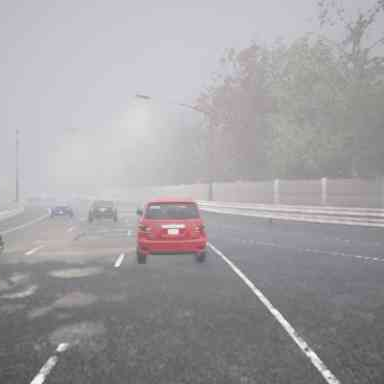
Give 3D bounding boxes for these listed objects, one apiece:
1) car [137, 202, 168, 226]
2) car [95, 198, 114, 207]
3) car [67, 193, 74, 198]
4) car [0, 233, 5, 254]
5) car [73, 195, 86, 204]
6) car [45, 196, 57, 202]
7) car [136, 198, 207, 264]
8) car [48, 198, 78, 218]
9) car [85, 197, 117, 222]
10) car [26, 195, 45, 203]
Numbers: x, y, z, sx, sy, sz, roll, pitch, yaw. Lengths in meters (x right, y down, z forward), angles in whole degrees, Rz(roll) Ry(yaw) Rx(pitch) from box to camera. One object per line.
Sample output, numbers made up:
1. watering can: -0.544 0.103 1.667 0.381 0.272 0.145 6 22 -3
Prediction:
1. car: -3.037 1.540 24.850 1.812 1.442 4.674 0 0 -13
2. car: -14.156 1.659 53.593 1.895 1.301 4.718 0 0 -28
3. car: -25.329 1.415 72.524 1.837 1.490 4.892 0 0 -27
4. car: -7.691 1.592 10.415 1.994 1.385 4.181 0 0 -5
5. car: -21.658 1.681 66.228 1.895 1.301 4.718 0 0 -31
6. car: -29.887 1.483 70.601 1.994 1.385 4.181 0 0 -43
7. car: -0.843 1.226 12.138 2.150 2.045 5.566 0 0 -7
8. car: -11.819 1.572 30.554 1.812 1.442 4.674 0 0 -17
9. car: -7.104 1.381 26.694 2.097 1.767 4.553 0 0 -14
10. car: -32.560 1.417 68.341 1.882 1.535 5.008 0 0 -43
